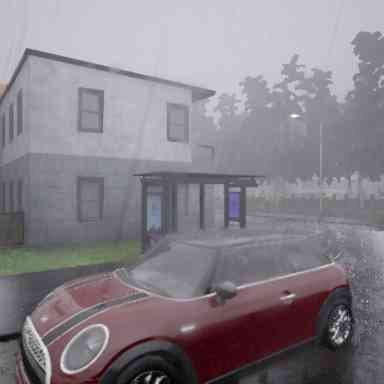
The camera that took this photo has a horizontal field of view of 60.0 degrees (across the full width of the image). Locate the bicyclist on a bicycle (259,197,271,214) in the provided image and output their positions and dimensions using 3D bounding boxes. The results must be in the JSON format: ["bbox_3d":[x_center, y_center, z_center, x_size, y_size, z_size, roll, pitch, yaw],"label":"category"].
[{"bbox_3d":[7.096,1.349,32.407,1.656,1.620,0.582,0,0,-35],"label":"bicyclist on a bicycle"}]

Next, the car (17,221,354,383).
[{"bbox_3d":[0.170,1.352,4.595,4.553,1.767,2.097,0,0,-35],"label":"car"}]
